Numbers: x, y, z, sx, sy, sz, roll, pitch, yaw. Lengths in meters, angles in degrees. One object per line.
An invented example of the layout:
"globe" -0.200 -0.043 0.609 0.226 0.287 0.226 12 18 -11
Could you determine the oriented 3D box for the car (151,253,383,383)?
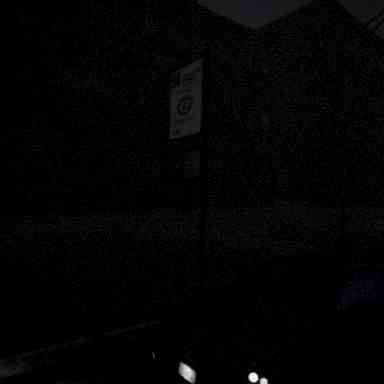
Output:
"car" 1.576 1.584 4.391 4.181 1.385 1.994 0 0 -36
